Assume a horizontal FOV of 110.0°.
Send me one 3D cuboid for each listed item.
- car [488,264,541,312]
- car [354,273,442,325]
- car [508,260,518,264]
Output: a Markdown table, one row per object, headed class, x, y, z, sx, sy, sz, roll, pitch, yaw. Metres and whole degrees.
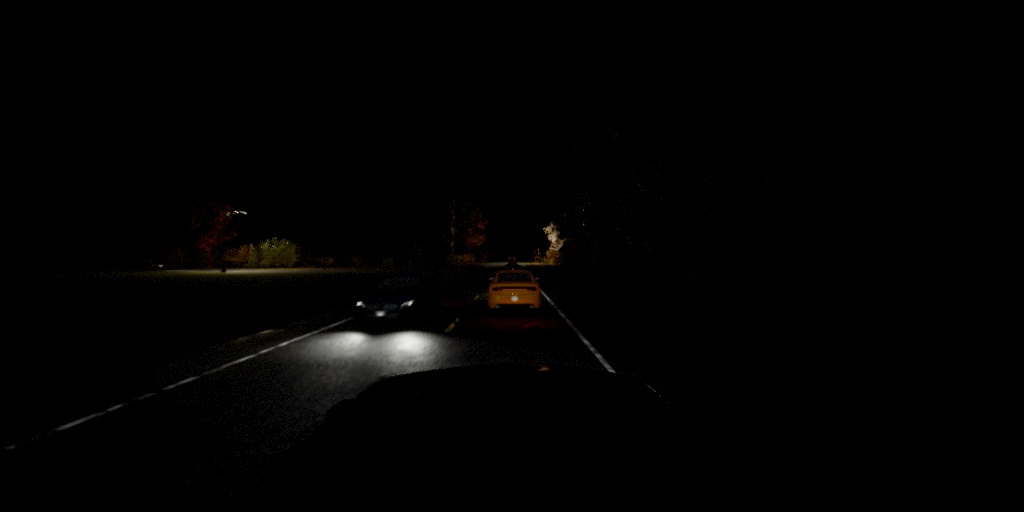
| class | x | y | z | sx | sy | sz | roll | pitch | yaw |
| --- | --- | --- | --- | --- | --- | --- | --- | --- | --- |
| car | 0.095 | 1.283 | 14.477 | 1.882 | 1.535 | 5.008 | 0 | 0 | 0 |
| car | -3.597 | 1.321 | 12.122 | 1.812 | 1.442 | 4.674 | 0 | 0 | 0 |
| car | 0.097 | 1.473 | 42.419 | 1.994 | 1.385 | 4.181 | 0 | 0 | 0 |
